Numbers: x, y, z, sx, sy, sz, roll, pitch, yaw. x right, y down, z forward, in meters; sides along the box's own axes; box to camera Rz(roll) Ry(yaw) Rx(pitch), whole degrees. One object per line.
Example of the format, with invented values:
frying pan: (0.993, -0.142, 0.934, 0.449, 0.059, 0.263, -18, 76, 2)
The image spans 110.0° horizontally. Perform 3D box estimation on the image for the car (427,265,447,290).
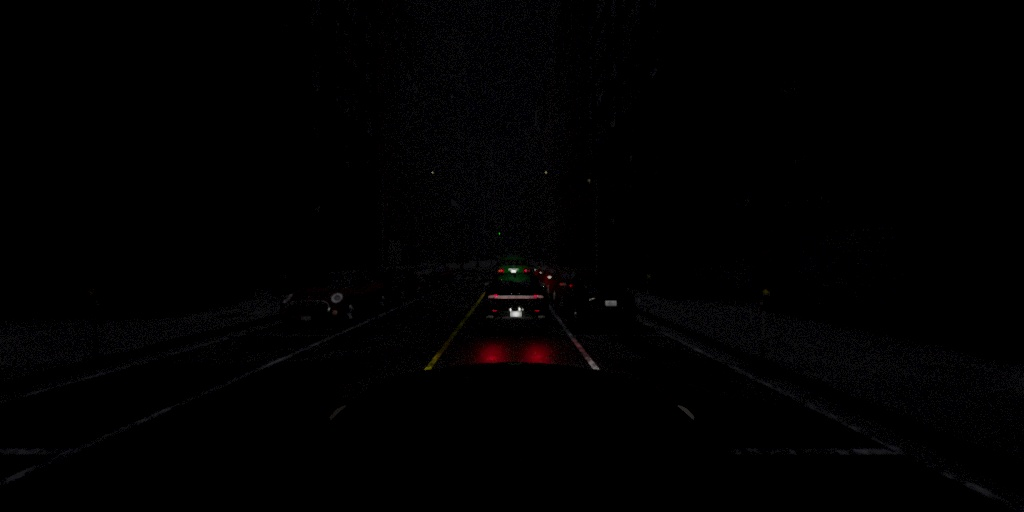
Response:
car: (-5.766, 1.387, 23.044, 2.007, 1.370, 4.403, 0, 0, 0)

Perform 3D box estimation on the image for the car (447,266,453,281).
car: (-5.766, 1.404, 28.550, 1.888, 1.381, 4.507, 0, 0, 0)

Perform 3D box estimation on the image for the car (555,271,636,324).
car: (2.761, 1.357, 12.035, 1.948, 1.339, 4.313, 0, 0, 0)

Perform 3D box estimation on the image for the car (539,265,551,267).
car: (2.760, 1.381, 23.045, 1.888, 1.381, 4.507, 0, 0, 0)

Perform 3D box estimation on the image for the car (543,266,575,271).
car: (2.760, 1.359, 17.539, 1.888, 1.381, 4.507, 0, 0, 0)

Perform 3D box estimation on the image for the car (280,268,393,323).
car: (-5.765, 1.231, 12.034, 1.967, 1.591, 4.097, 0, 0, 0)

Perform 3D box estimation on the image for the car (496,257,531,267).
car: (0.095, 1.062, 24.157, 2.150, 2.045, 5.566, 0, 0, 0)

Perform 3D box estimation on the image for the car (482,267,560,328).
car: (0.099, 1.281, 11.587, 2.128, 1.511, 4.902, 0, 0, 0)

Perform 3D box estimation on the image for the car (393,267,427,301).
car: (-5.765, 1.379, 17.539, 1.948, 1.339, 4.313, 0, 0, 0)
